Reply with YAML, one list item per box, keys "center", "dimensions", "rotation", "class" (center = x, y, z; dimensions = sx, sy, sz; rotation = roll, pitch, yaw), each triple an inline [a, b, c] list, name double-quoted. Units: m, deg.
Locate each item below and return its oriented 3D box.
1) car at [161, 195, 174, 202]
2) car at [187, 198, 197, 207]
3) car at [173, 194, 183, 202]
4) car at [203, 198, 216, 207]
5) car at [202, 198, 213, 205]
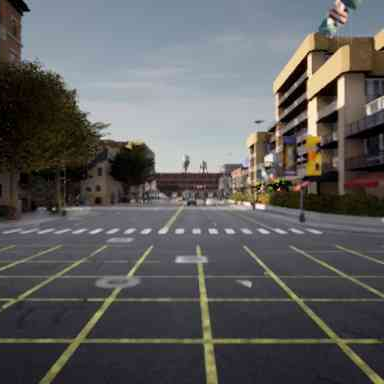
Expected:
- center: [-7.016, 2.186, 94.382]
  dimensions: [1.837, 1.490, 4.892]
  rotation: [0, 0, 0]
  class: "car"
- center: [-0.011, 1.994, 63.792]
  dimensions: [1.837, 1.490, 4.892]
  rotation: [0, 0, 0]
  class: "car"
- center: [-3.516, 2.165, 94.382]
  dimensions: [1.882, 1.535, 5.008]
  rotation: [0, 0, 0]
  class: "car"
- center: [3.489, 2.010, 63.034]
  dimensions: [1.812, 1.442, 4.674]
  rotation: [0, 0, 0]
  class: "car"
- center: [3.487, 2.109, 75.716]
  dimensions: [2.033, 1.411, 5.357]
  rotation: [0, 0, 0]
  class: "car"
